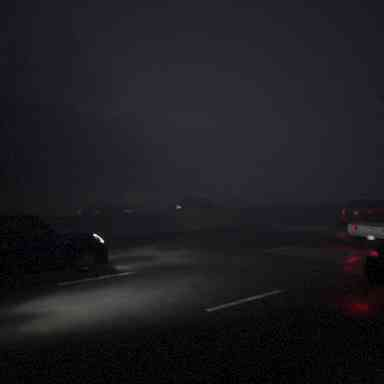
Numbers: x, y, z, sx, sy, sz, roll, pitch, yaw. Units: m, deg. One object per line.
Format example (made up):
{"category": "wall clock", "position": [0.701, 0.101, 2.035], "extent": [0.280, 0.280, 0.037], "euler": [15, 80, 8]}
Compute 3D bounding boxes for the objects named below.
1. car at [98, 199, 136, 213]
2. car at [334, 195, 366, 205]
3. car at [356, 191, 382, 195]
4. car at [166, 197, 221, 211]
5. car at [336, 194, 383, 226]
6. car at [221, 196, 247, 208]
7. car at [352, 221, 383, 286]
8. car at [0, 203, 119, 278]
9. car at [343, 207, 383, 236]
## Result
{"category": "car", "position": [-7.267, 1.414, 28.901], "extent": [4.902, 1.511, 2.128], "euler": [-1, 0, -35]}
{"category": "car", "position": [24.521, 1.193, 51.520], "extent": [5.357, 1.411, 2.033], "euler": [0, 0, -35]}
{"category": "car", "position": [21.344, 0.933, 40.699], "extent": [5.566, 2.045, 2.150], "euler": [0, 0, -35]}
{"category": "car", "position": [-0.069, 1.229, 29.736], "extent": [4.553, 1.767, 2.097], "euler": [-1, 0, -35]}
{"category": "car", "position": [11.108, 1.204, 20.268], "extent": [4.553, 1.767, 2.097], "euler": [0, 0, -36]}
{"category": "car", "position": [4.755, 1.277, 41.778], "extent": [5.008, 1.535, 1.882], "euler": [0, 0, -35]}
{"category": "car", "position": [6.031, 1.497, 8.049], "extent": [4.181, 1.385, 1.994], "euler": [-1, 0, -35]}
{"category": "car", "position": [-4.635, 1.342, 9.038], "extent": [4.553, 1.767, 2.097], "euler": [0, 0, -36]}
{"category": "car", "position": [8.838, 1.491, 14.352], "extent": [4.718, 1.301, 1.895], "euler": [-1, 0, -36]}
